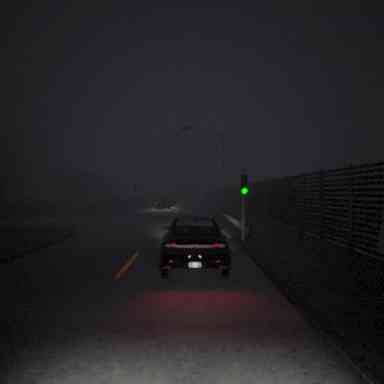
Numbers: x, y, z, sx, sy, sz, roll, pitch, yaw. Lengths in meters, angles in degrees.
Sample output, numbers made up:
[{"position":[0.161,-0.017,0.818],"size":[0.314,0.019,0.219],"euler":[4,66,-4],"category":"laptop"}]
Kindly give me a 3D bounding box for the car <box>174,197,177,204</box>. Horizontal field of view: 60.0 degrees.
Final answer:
[{"position":[-4.057,1.728,56.738],"size":[1.895,1.301,4.718],"euler":[0,0,0],"category":"car"}]

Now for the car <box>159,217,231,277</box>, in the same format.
[{"position":[0.081,1.515,10.279],"size":[2.128,1.511,4.902],"euler":[0,0,0],"category":"car"}]

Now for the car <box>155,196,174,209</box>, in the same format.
[{"position":[-4.087,1.459,47.371],"size":[2.097,1.767,4.553],"euler":[0,0,0],"category":"car"}]

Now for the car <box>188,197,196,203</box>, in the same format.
[{"position":[0.014,1.763,74.386],"size":[1.895,1.301,4.718],"euler":[0,0,0],"category":"car"}]

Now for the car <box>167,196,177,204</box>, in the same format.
[{"position":[-3.988,1.629,67.173],"size":[1.882,1.535,5.008],"euler":[0,0,0],"category":"car"}]
